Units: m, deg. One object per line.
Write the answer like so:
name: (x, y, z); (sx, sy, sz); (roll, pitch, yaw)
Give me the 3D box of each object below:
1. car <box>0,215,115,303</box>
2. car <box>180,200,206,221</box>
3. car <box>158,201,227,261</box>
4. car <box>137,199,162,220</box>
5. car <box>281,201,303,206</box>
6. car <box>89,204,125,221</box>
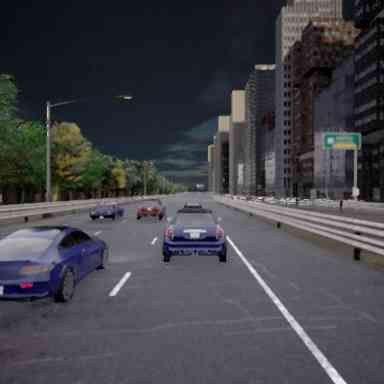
car: (-3.413, 1.538, 8.083); (1.812, 1.442, 4.674); (0, 0, 0)
car: (0.092, 1.545, 29.137); (2.128, 1.511, 4.902); (0, 0, 0)
car: (0.093, 1.373, 12.524); (2.097, 1.767, 4.553); (0, 0, 0)
car: (-3.408, 1.405, 28.885); (2.097, 1.767, 4.553); (0, 0, 0)
car: (18.152, 1.872, 60.805); (1.895, 1.301, 4.718); (0, 0, -18)
car: (-6.906, 1.651, 27.640); (1.895, 1.301, 4.718); (0, 0, 0)
